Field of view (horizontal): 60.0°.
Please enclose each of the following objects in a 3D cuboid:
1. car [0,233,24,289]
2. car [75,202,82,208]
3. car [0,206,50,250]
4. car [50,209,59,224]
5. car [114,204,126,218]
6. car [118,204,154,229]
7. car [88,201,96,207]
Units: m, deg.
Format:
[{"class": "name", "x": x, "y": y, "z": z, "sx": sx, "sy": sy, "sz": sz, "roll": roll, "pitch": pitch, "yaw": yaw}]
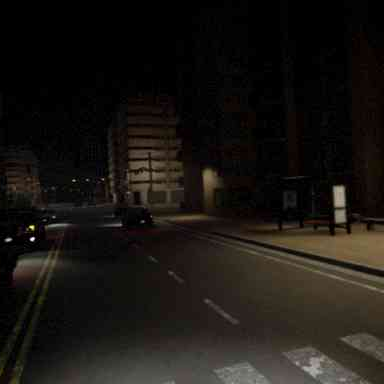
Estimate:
[{"class": "car", "x": -5.454, "y": 1.973, "z": 7.620, "sx": 1.895, "sy": 1.301, "sz": 4.718, "roll": -3, "pitch": 0, "yaw": -17}, {"class": "car", "x": -30.670, "y": 3.416, "z": 89.922, "sx": 2.128, "sy": 1.511, "sz": 4.902, "roll": -3, "pitch": 0, "yaw": -19}, {"class": "car", "x": -9.011, "y": 1.817, "z": 17.350, "sx": 2.150, "sy": 2.045, "sz": 5.566, "roll": -3, "pitch": 0, "yaw": -19}, {"class": "car", "x": -14.817, "y": 2.496, "z": 34.216, "sx": 1.812, "sy": 1.442, "sz": 4.674, "roll": -3, "pitch": 0, "yaw": -19}, {"class": "car", "x": -7.741, "y": 2.114, "z": 37.514, "sx": 1.812, "sy": 1.442, "sz": 4.674, "roll": -3, "pitch": 0, "yaw": -11}, {"class": "car", "x": -4.132, "y": 1.877, "z": 24.861, "sx": 1.812, "sy": 1.442, "sz": 4.674, "roll": -3, "pitch": 0, "yaw": -19}, {"class": "car", "x": -27.374, "y": 3.238, "z": 91.084, "sx": 1.812, "sy": 1.442, "sz": 4.674, "roll": -3, "pitch": 0, "yaw": -19}]
